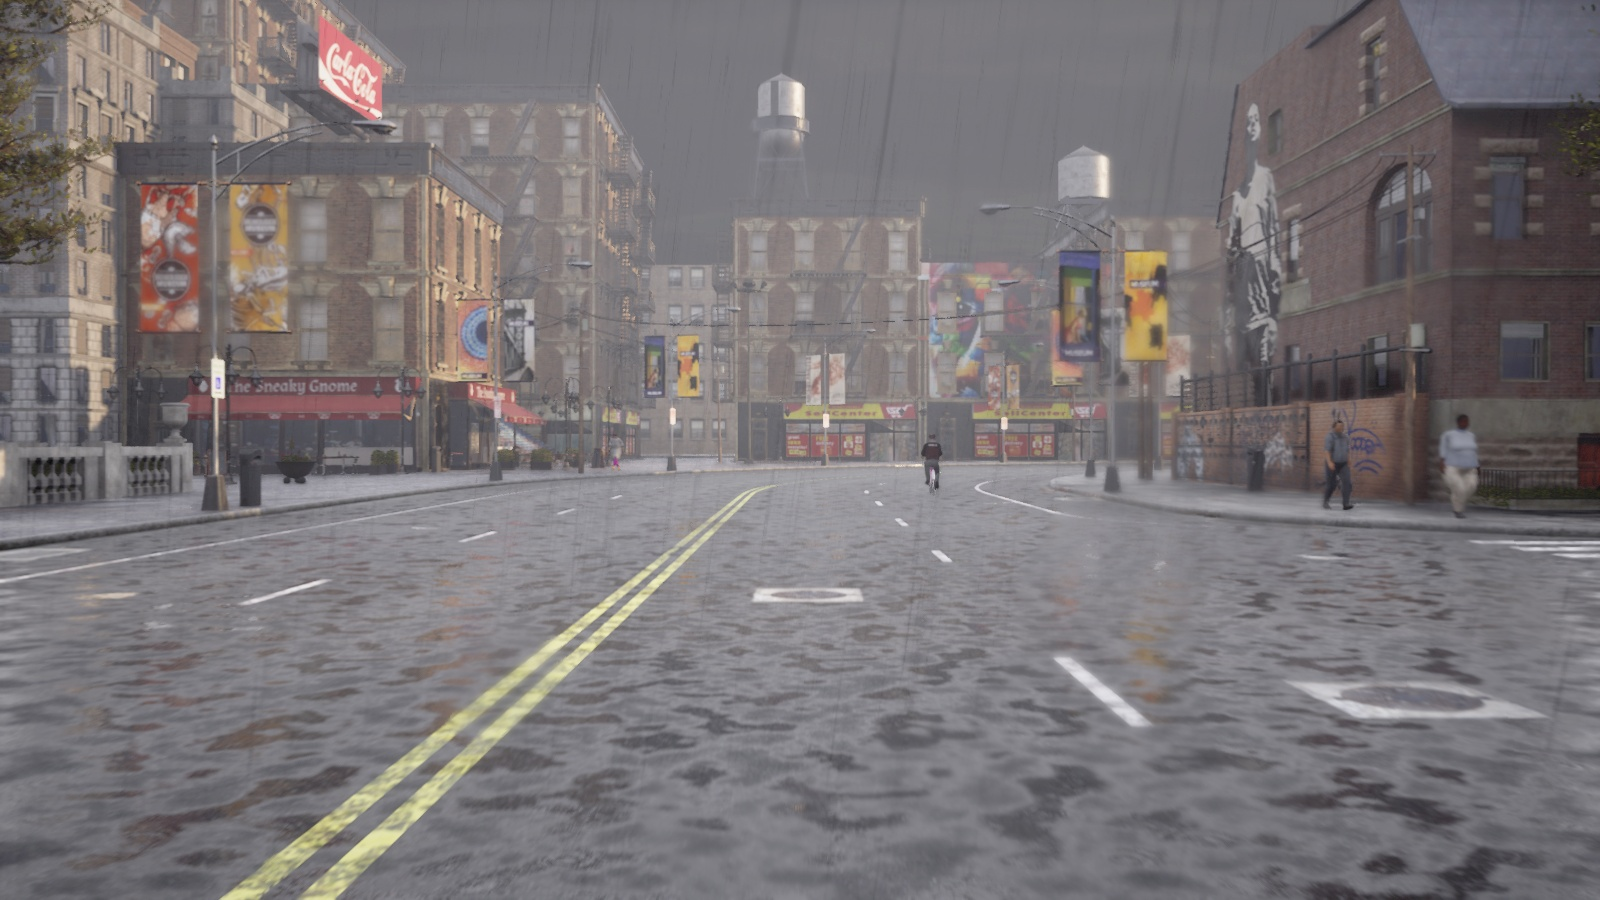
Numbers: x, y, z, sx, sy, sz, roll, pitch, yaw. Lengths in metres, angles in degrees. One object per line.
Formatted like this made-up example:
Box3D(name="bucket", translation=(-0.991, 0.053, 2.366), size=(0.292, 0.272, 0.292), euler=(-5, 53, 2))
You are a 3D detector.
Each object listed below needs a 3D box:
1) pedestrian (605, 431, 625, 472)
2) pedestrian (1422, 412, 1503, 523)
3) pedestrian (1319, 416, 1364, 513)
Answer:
Box3D(name="pedestrian", translation=(-8.856, 0.055, 60.209), size=(0.659, 1.952, 0.873), euler=(0, 0, 17))
Box3D(name="pedestrian", translation=(11.267, 0.289, 21.369), size=(0.874, 1.855, 0.900), euler=(0, 0, -3))
Box3D(name="pedestrian", translation=(10.500, 0.274, 24.381), size=(0.540, 1.848, 0.694), euler=(0, 0, -4))
